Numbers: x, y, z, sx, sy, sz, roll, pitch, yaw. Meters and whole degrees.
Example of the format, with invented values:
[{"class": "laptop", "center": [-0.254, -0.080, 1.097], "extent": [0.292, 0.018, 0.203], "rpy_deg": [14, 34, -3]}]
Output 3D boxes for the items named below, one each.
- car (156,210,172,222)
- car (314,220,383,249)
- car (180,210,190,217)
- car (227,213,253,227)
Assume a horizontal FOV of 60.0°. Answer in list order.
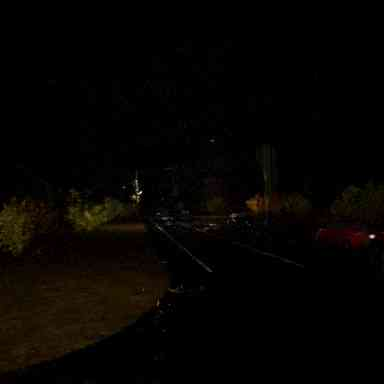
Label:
[{"class": "car", "center": [-4.553, 4.083, 54.126], "extent": [1.812, 1.442, 4.674], "rpy_deg": [-1, -3, -9]}, {"class": "car", "center": [8.465, 2.234, 18.150], "extent": [1.994, 1.385, 4.181], "rpy_deg": [-1, -3, -9]}, {"class": "car", "center": [-1.731, 5.125, 79.598], "extent": [1.812, 1.442, 4.674], "rpy_deg": [-1, -2, -9]}, {"class": "car", "center": [5.313, 3.080, 37.142], "extent": [2.128, 1.511, 4.902], "rpy_deg": [-1, -3, -9]}]
